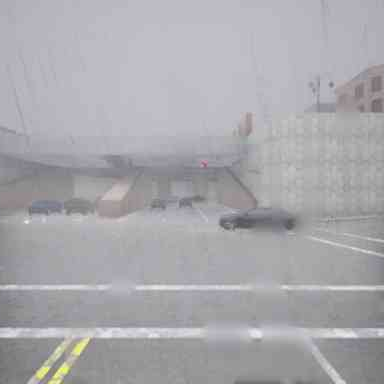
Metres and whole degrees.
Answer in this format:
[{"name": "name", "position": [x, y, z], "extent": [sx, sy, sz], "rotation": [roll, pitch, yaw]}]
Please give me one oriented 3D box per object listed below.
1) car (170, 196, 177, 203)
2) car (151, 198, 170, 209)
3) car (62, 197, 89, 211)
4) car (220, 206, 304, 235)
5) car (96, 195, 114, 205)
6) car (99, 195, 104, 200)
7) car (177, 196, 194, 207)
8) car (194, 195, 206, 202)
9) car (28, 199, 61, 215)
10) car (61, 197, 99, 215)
[{"name": "car", "position": [-3.635, 1.527, 70.458], "extent": [1.812, 1.442, 4.674], "rotation": [0, 0, 17]}, {"name": "car", "position": [-4.372, 1.549, 44.366], "extent": [2.033, 1.411, 5.357], "rotation": [0, 0, -1]}, {"name": "car", "position": [-15.032, 1.505, 43.115], "extent": [1.837, 1.490, 4.892], "rotation": [0, 0, -1]}, {"name": "car", "position": [3.885, 1.534, 18.924], "extent": [4.674, 1.442, 1.812], "rotation": [1, 1, 24]}, {"name": "car", "position": [-15.312, 1.353, 58.846], "extent": [2.097, 1.767, 4.553], "rotation": [0, 0, 0]}, {"name": "car", "position": [-11.527, 1.354, 43.015], "extent": [2.097, 1.767, 4.553], "rotation": [0, 0, -1]}, {"name": "car", "position": [-1.050, 1.527, 51.611], "extent": [1.812, 1.442, 4.674], "rotation": [0, 0, -1]}, {"name": "car", "position": [1.388, 1.480, 74.579], "extent": [1.882, 1.535, 5.008], "rotation": [0, 0, 28]}, {"name": "car", "position": [-14.799, 1.479, 33.772], "extent": [1.882, 1.535, 5.008], "rotation": [0, 0, -1]}, {"name": "car", "position": [-11.301, 1.506, 33.884], "extent": [1.837, 1.490, 4.892], "rotation": [0, 0, -1]}]
